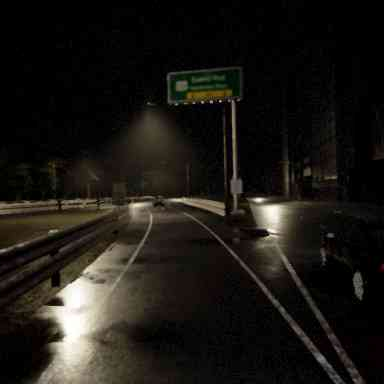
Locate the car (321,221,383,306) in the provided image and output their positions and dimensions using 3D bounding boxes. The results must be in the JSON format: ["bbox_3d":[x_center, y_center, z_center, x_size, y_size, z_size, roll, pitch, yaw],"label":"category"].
[{"bbox_3d":[4.434,1.429,7.849,1.882,1.535,5.008,-1,0,9],"label":"car"}]

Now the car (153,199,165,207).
[{"bbox_3d":[-5.215,1.726,52.429,1.895,1.301,4.718,-1,0,-6],"label":"car"}]
